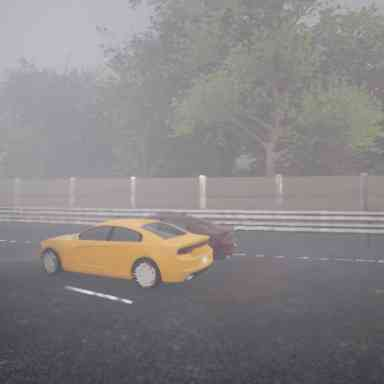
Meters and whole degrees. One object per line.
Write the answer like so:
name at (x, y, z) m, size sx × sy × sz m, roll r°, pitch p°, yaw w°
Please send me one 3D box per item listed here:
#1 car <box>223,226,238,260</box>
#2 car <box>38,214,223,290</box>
car at (-1.038, 1.460, 10.903) m, size 5.008 × 1.535 × 1.882 m, roll 0°, pitch 0°, yaw 17°
car at (-1.931, 1.464, 8.987) m, size 5.008 × 1.535 × 1.882 m, roll 0°, pitch 1°, yaw 26°
